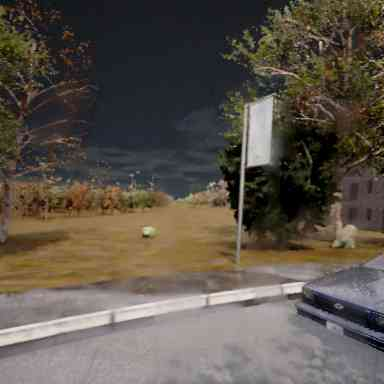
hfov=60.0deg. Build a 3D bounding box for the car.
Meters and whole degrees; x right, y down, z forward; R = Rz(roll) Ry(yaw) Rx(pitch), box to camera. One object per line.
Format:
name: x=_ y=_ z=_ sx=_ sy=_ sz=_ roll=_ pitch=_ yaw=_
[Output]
car: x=4.465 y=1.710 z=6.035 sx=5.357 sy=1.411 sz=2.033 roll=3 pitch=-2 yaw=-27
